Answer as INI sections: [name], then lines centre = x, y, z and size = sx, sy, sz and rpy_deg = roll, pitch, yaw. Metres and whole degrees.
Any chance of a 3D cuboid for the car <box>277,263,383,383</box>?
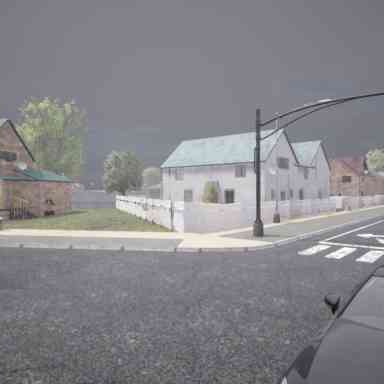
[car]
centre = 2.573, 1.525, 3.480
size = 1.812, 1.442, 4.674
rpy_deg = 0, 0, 42
